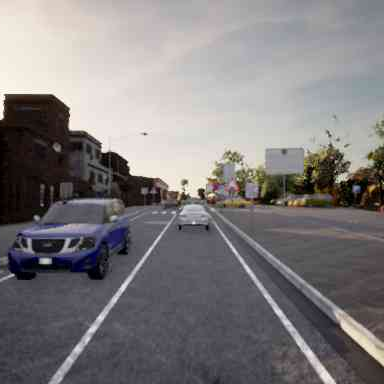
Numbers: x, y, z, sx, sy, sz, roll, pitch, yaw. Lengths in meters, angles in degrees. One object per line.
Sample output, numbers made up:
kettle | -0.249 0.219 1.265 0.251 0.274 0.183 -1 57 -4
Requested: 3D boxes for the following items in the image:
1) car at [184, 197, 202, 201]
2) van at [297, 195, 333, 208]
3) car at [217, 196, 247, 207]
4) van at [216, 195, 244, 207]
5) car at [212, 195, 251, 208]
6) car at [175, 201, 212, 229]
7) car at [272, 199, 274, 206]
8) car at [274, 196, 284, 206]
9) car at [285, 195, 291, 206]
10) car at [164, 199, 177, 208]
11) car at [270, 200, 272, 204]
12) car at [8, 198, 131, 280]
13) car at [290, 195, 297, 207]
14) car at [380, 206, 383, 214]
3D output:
car | 0.099 1.373 39.132 2.097 1.767 4.553 0 0 0
van | 18.445 1.380 49.396 4.442 1.987 1.878 0 -1 0
car | 6.298 1.538 52.865 4.553 1.767 2.185 0 -1 0
van | 6.359 1.503 55.904 4.442 1.987 1.878 0 -1 0
car | 6.105 1.610 49.944 5.366 1.575 1.946 0 -1 0
car | 0.094 1.535 21.395 1.812 1.442 4.674 0 0 0
car | 18.435 1.923 63.353 4.892 1.521 2.231 0 -2 -1
car | 18.447 1.590 60.568 5.566 2.045 2.435 0 -2 -1
car | 18.706 1.704 54.848 5.366 1.575 1.946 0 -1 0
car | -3.342 1.771 51.838 1.895 1.301 4.718 0 -1 0
car | 18.380 1.751 66.028 5.566 2.045 2.435 0 -2 -1
car | -3.347 1.227 10.360 2.150 2.045 5.566 0 0 0
car | 18.726 1.651 52.188 5.366 1.575 1.946 0 -1 0
car | 18.693 1.498 28.599 4.674 1.452 2.002 0 0 0
